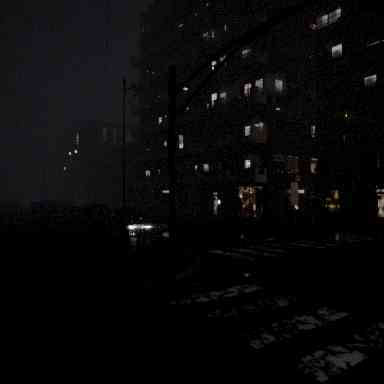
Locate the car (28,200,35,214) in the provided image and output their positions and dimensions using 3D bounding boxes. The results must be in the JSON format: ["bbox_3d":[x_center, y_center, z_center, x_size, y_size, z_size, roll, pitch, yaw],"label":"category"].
[{"bbox_3d":[-20.353,2.073,44.329,1.967,1.590,4.097,-1,0,-35],"label":"car"}]

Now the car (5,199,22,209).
[{"bbox_3d":[-33.176,2.365,62.328,1.967,1.590,4.097,-1,0,-35],"label":"car"}]

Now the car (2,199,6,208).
[{"bbox_3d":[-36.380,2.542,66.828,1.887,1.381,4.507,-1,0,-35],"label":"car"}]

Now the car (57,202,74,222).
[{"bbox_3d":[-10.636,1.934,30.691,1.752,1.417,4.829,-1,0,-35],"label":"car"}]

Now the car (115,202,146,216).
[{"bbox_3d":[-7.423,2.006,39.764,1.752,1.417,4.829,-1,0,-35],"label":"car"}]

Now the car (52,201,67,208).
[{"bbox_3d":[-26.547,2.462,66.606,1.887,1.381,4.507,-1,0,-35],"label":"car"}]

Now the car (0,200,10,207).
[{"bbox_3d":[-42.693,2.666,75.688,1.752,1.417,4.829,-1,0,-35],"label":"car"}]

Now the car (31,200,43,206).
[{"bbox_3d":[-39.361,2.773,84.593,1.947,1.339,4.313,-1,0,-35],"label":"car"}]

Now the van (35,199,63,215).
[{"bbox_3d":[-17.149,1.900,39.830,1.690,1.788,3.998,-1,0,-35],"label":"van"}]

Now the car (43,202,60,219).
[{"bbox_3d":[-13.939,2.036,35.329,2.008,1.369,4.403,-1,0,-35],"label":"car"}]

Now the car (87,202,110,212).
[{"bbox_3d":[-13.731,2.191,48.619,1.947,1.339,4.313,-1,0,-35],"label":"car"}]

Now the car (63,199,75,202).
[{"bbox_3d":[-23.347,2.160,62.109,2.192,1.841,5.009,-1,0,-35],"label":"car"}]

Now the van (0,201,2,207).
[{"bbox_3d":[-39.589,2.411,71.328,1.690,1.788,3.998,-1,0,-35],"label":"van"}]

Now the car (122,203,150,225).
[{"bbox_3d":[-5.110,1.895,27.375,1.994,1.385,4.181,0,-1,-35],"label":"car"}]

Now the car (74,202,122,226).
[{"bbox_3d":[-7.530,1.776,26.330,1.967,1.590,4.097,-1,0,-35],"label":"car"}]
